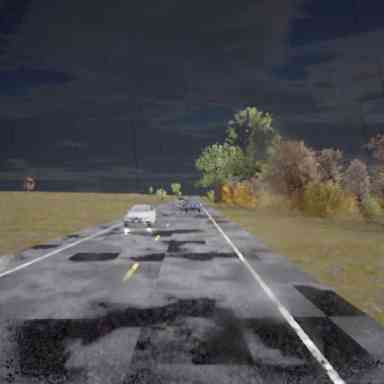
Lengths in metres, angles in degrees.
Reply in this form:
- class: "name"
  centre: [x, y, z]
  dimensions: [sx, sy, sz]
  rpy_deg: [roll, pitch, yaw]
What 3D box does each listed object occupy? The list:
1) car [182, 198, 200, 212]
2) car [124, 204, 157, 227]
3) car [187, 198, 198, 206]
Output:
- class: "car"
  centre: [0.108, 1.748, 42.903]
  dimensions: [2.033, 1.411, 5.357]
  rpy_deg: [0, 0, 0]
- class: "car"
  centre: [-3.593, 1.636, 23.769]
  dimensions: [1.812, 1.442, 4.674]
  rpy_deg: [0, 0, 0]
- class: "car"
  centre: [0.110, 1.845, 62.844]
  dimensions: [2.033, 1.411, 5.357]
  rpy_deg: [0, 0, 0]
